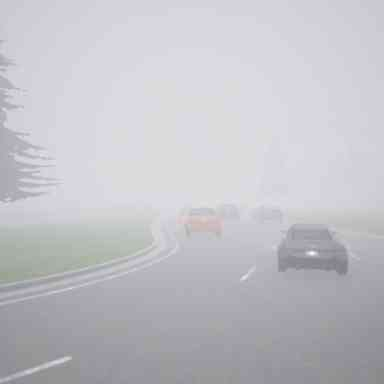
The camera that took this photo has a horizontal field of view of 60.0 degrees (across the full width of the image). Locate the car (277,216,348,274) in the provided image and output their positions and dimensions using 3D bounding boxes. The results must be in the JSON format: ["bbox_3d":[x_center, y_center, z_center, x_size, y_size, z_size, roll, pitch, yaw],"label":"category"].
[{"bbox_3d":[3.960,1.720,11.235,1.994,1.385,4.181,-1,-1,17],"label":"car"}]

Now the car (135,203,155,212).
[{"bbox_3d":[-8.079,2.705,59.540,1.837,1.490,4.892,-1,-1,10],"label":"car"}]

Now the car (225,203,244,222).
[{"bbox_3d":[3.113,1.884,31.392,2.097,1.767,4.553,-1,-1,-4],"label":"car"}]

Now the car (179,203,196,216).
[{"bbox_3d":[-0.589,2.315,44.609,2.128,1.511,4.902,-1,-1,1],"label":"car"}]

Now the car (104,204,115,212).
[{"bbox_3d":[-14.633,2.892,62.529,2.033,1.411,5.357,-1,-1,10],"label":"car"}]

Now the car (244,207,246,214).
[{"bbox_3d":[6.450,2.297,47.209,1.812,1.442,4.674,-1,-1,1],"label":"car"}]

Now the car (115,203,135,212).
[{"bbox_3d":[-11.543,2.748,60.034,2.128,1.511,4.902,-1,-1,10],"label":"car"}]

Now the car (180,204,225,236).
[{"bbox_3d":[0.460,1.741,21.396,2.097,1.767,4.553,-1,-1,-6],"label":"car"}]

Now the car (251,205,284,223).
[{"bbox_3d":[6.703,1.948,29.943,2.128,1.511,4.902,-1,-1,-4],"label":"car"}]
